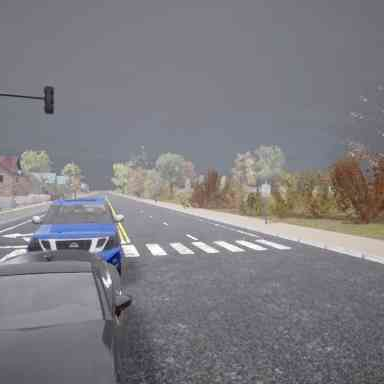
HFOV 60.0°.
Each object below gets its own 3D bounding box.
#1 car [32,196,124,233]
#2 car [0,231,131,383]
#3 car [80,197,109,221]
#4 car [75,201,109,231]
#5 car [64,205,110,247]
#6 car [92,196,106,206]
[{"bbox_3d":[-3.345,1.218,10.054,2.150,2.045,5.566,0,0,-15],"label":"car"},{"bbox_3d":[-1.740,1.524,3.956,1.812,1.442,4.674,0,0,-12],"label":"car"},{"bbox_3d":[-8.033,1.337,27.631,2.097,1.767,4.553,0,0,-15],"label":"car"},{"bbox_3d":[-6.505,1.468,21.889,1.882,1.535,5.008,0,0,-15],"label":"car"},{"bbox_3d":[-4.968,1.498,16.135,1.837,1.490,4.892,0,0,-15],"label":"car"},{"bbox_3d":[-15.504,1.443,55.626,2.128,1.511,4.902,0,0,-15],"label":"car"}]
